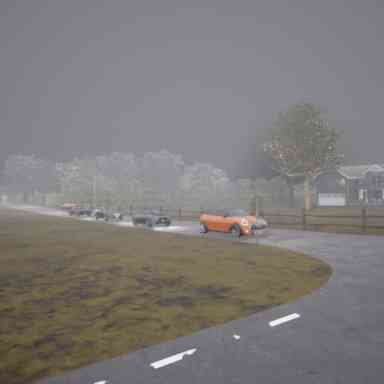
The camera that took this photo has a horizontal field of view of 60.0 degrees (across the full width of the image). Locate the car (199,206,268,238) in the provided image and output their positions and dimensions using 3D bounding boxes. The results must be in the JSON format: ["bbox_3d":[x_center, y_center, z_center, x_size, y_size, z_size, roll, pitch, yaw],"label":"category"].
[{"bbox_3d":[2.435,1.729,20.299,2.097,1.767,4.553,-1,-1,-36],"label":"car"}]

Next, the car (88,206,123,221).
[{"bbox_3d":[-9.187,2.326,36.383,2.128,1.511,4.902,-1,-1,-36],"label":"car"}]

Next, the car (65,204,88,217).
[{"bbox_3d":[-14.996,2.630,44.465,1.895,1.301,4.718,-1,-1,-35],"label":"car"}]

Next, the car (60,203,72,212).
[{"bbox_3d":[-21.774,2.760,58.803,1.882,1.535,5.008,-1,-2,-36],"label":"car"}]

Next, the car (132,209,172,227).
[{"bbox_3d":[-3.521,2.189,28.544,1.994,1.385,4.181,-1,-1,-36],"label":"car"}]
